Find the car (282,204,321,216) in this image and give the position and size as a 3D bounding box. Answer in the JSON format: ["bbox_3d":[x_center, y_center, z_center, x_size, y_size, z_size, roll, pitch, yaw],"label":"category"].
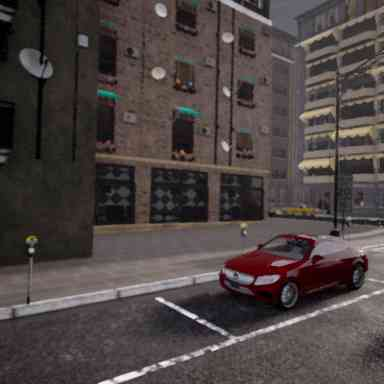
[{"bbox_3d":[12.473,2.025,38.492,1.752,1.417,4.829,2,-1,-35],"label":"car"}]

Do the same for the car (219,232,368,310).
[{"bbox_3d":[2.575,1.652,7.917,4.206,1.307,1.802,1,1,-35],"label":"car"}]

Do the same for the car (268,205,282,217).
[{"bbox_3d":[6.154,1.567,33.797,2.192,1.841,5.009,2,-1,-35],"label":"car"}]
